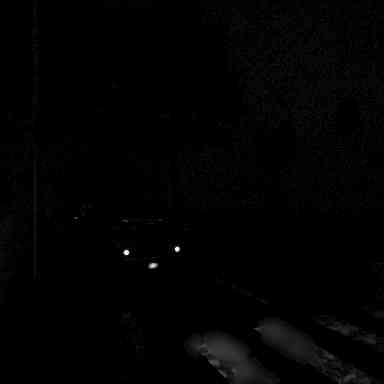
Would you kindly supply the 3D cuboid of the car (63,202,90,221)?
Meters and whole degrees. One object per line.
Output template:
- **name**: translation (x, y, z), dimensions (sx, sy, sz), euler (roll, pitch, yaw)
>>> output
- **car**: translation (-11.580, 2.031, 32.557), dimensions (2.033, 1.411, 5.357), euler (0, -1, -24)

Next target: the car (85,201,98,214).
- **car**: translation (-14.147, 2.062, 45.442), dimensions (2.097, 1.767, 4.553), euler (0, -1, -24)

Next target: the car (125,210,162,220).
- **car**: translation (-3.273, 1.827, 21.242), dimensions (1.994, 1.385, 4.181), euler (0, -1, -24)

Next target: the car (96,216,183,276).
- **car**: translation (-1.937, 1.715, 11.065), dimensions (1.895, 1.301, 4.718), euler (0, -1, -24)
